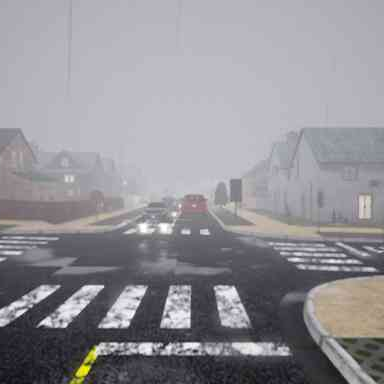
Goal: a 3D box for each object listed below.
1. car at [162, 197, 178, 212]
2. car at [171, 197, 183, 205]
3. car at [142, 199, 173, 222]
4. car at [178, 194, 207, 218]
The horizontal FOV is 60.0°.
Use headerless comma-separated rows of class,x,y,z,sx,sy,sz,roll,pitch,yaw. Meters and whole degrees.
car,-2.728,1.328,38.515,2.097,1.767,4.553,0,0,0
car,-2.585,1.550,59.255,1.895,1.301,4.718,0,0,1
car,-2.770,1.510,26.187,1.812,1.442,4.674,0,0,0
car,0.192,1.204,29.546,2.150,2.045,5.566,0,0,0
